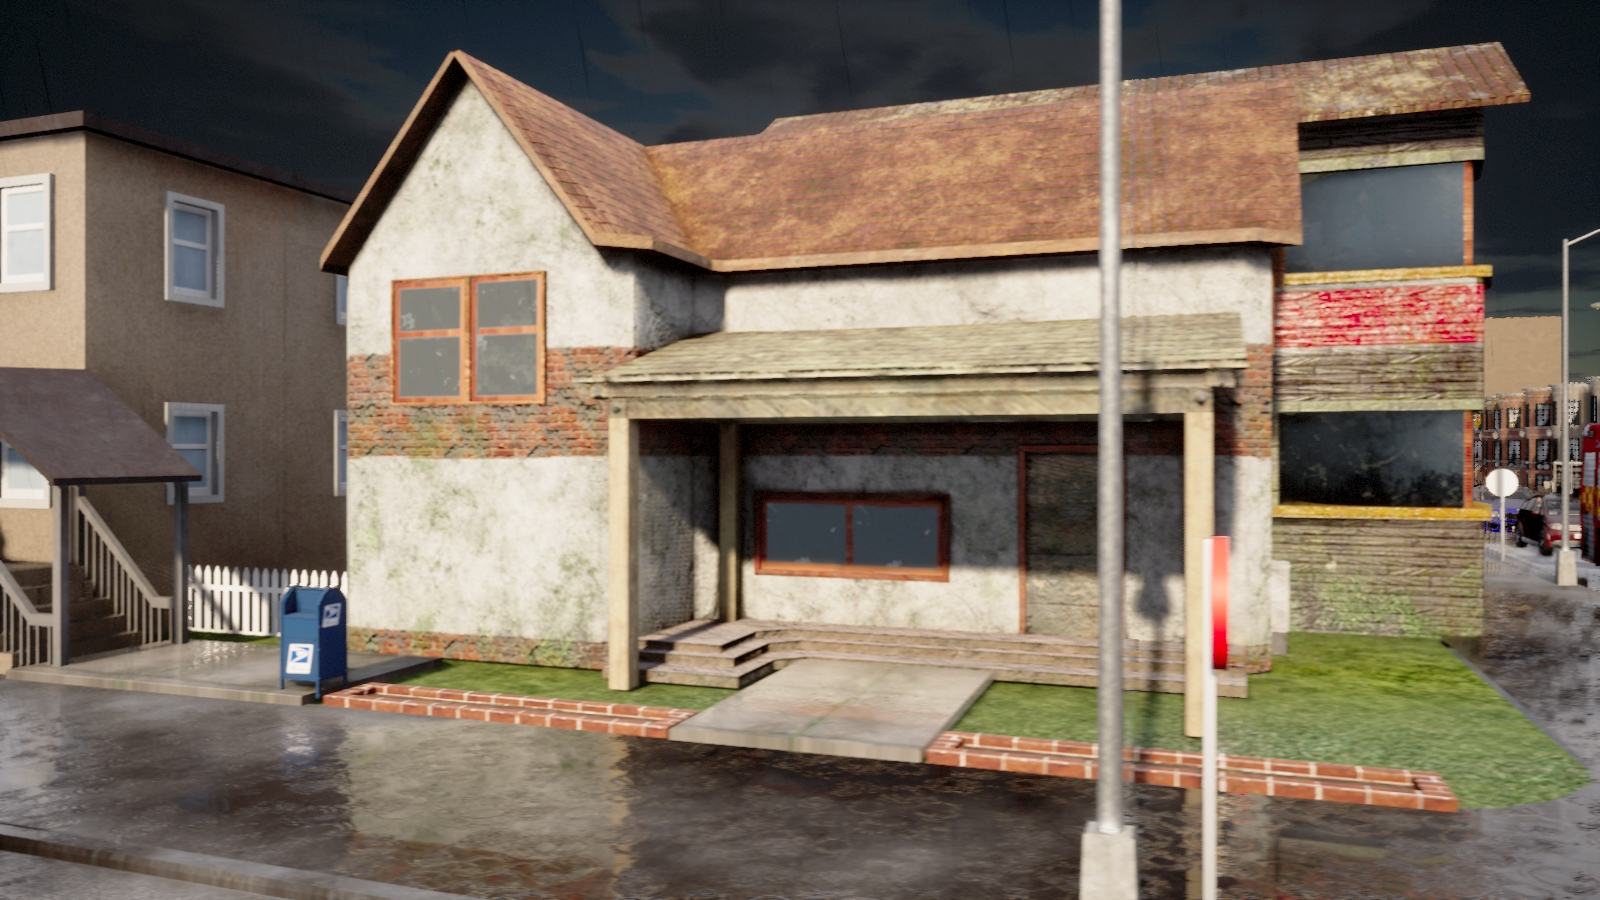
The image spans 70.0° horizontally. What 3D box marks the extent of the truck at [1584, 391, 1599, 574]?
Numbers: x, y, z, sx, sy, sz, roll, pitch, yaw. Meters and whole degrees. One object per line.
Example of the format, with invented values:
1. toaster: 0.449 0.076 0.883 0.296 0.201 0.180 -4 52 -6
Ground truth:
1. truck: 16.975 0.671 20.399 2.891 3.827 8.468 0 0 20

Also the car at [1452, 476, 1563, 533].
1. car: 23.362 1.747 37.942 2.242 1.667 4.611 0 0 20

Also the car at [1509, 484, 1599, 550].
1. car: 20.957 1.798 31.358 1.789 1.549 3.705 0 0 20

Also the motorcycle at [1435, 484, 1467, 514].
1. motorcycle: 26.500 1.993 46.552 0.803 1.145 2.033 0 0 20
